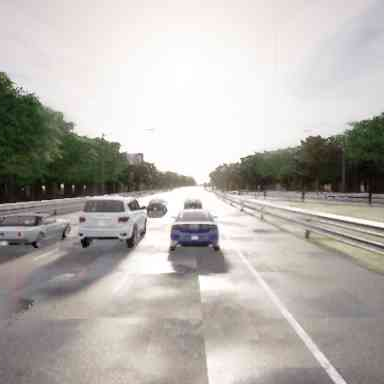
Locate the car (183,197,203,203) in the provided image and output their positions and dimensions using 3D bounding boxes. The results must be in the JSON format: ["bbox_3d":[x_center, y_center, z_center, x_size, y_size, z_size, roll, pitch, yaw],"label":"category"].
[{"bbox_3d":[0.102,1.288,33.643,1.882,1.535,5.008,0,1,0],"label":"car"}]

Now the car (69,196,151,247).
[{"bbox_3d":[-3.399,1.207,15.179,2.150,2.045,5.566,0,0,0],"label":"car"}]

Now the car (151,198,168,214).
[{"bbox_3d":[-3.398,1.344,33.107,1.812,1.442,4.674,0,1,0],"label":"car"}]

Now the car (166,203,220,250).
[{"bbox_3d":[0.100,1.467,14.338,1.882,1.535,5.008,0,0,0],"label":"car"}]

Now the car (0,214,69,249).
[{"bbox_3d":[-6.899,1.590,14.491,1.895,1.301,4.718,0,0,0],"label":"car"}]

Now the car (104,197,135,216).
[{"bbox_3d":[-6.898,1.337,32.156,1.837,1.490,4.892,0,1,0],"label":"car"}]
